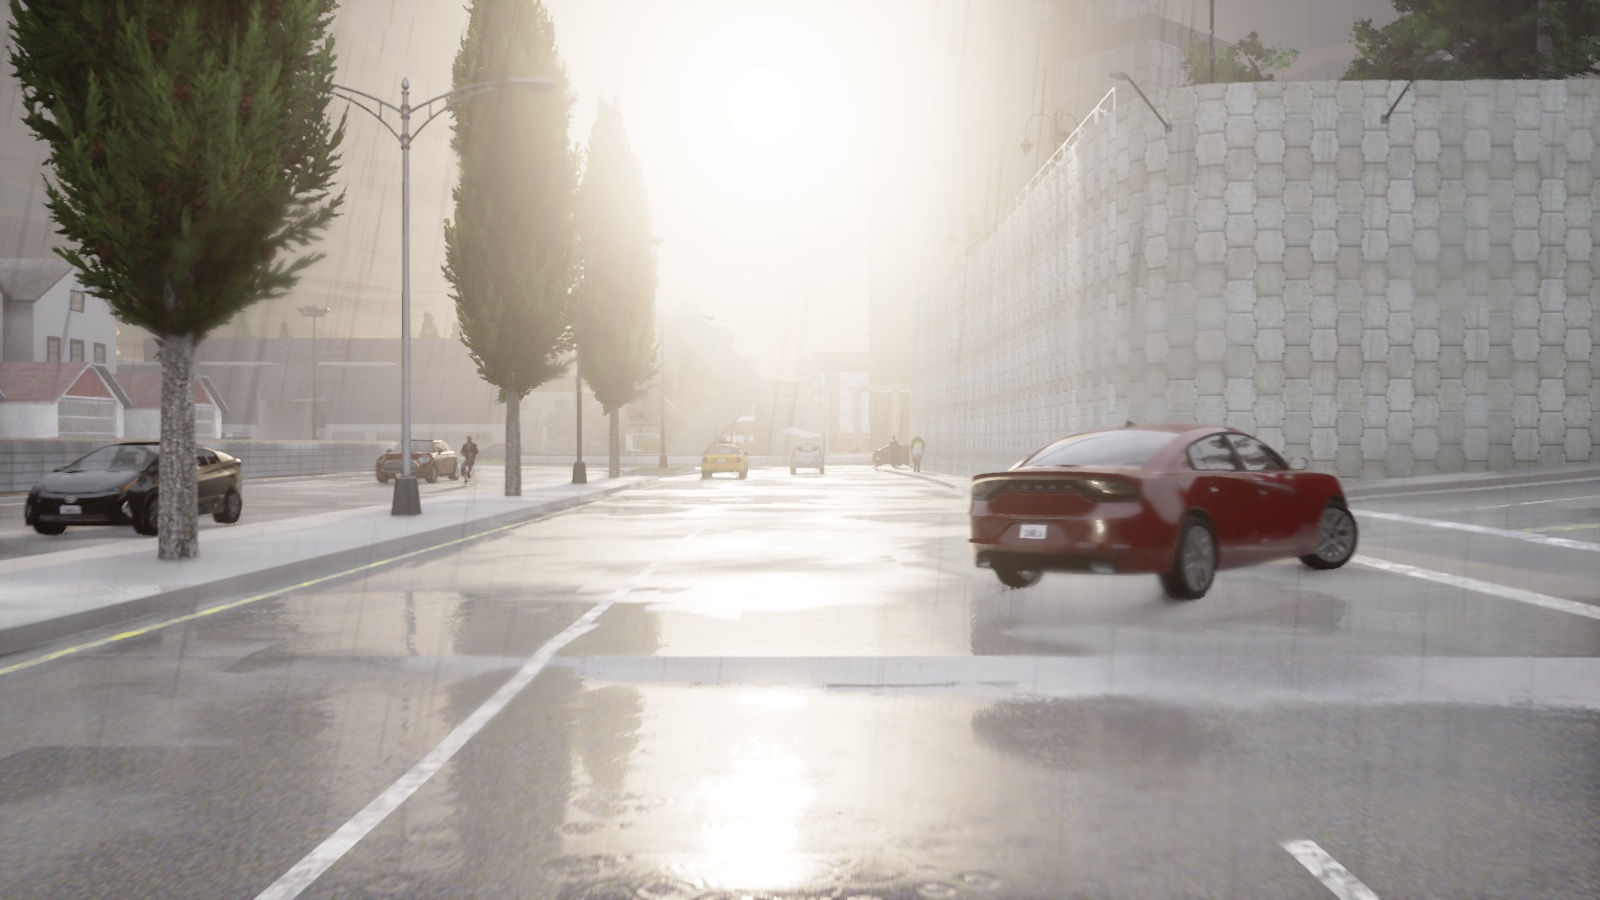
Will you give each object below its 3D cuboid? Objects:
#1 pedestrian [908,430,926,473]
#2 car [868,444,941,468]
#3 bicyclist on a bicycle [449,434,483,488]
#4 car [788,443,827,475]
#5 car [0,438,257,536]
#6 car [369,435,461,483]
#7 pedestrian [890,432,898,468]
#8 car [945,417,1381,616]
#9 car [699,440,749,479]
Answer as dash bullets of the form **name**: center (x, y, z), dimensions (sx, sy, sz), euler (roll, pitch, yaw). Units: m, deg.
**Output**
- **pedestrian**: center (5.348, 0.083, 57.490), dimensions (0.659, 1.952, 0.873), euler (0, 0, -5)
- **car**: center (6.424, 0.344, 77.124), dimensions (4.674, 1.442, 1.812), euler (0, 0, -44)
- **bicyclist on a bicycle**: center (-11.264, 0.370, 42.426), dimensions (0.659, 1.776, 1.843), euler (0, 0, 0)
- **car**: center (0.379, 0.413, 61.933), dimensions (1.845, 1.501, 3.633), euler (0, 0, 1)
- **car**: center (-11.373, 0.562, 21.690), dimensions (2.007, 1.525, 4.514), euler (0, 0, 0)
- **car**: center (-14.736, 0.322, 48.332), dimensions (2.097, 1.767, 4.553), euler (0, 0, 0)
- **pedestrian**: center (5.126, 0.022, 68.260), dimensions (0.423, 1.949, 0.788), euler (0, 0, 4)
- **car**: center (3.701, 0.490, 12.131), dimensions (1.882, 1.535, 5.008), euler (-1, 0, 44)
- **car**: center (-3.206, 0.380, 53.904), dimensions (1.801, 1.575, 5.366), euler (0, 0, 0)
